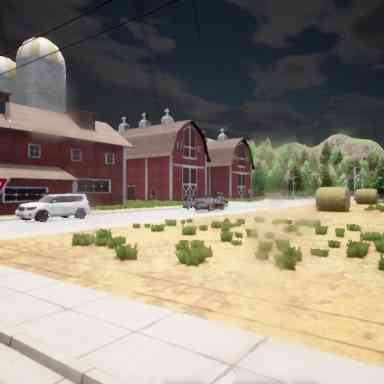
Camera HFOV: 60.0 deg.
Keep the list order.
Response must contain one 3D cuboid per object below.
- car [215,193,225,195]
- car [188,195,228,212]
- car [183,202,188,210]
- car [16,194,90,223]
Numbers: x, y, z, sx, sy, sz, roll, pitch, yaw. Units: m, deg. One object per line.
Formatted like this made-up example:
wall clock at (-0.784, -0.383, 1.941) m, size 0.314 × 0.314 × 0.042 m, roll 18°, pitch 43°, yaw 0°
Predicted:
car at (4.744, 1.099, 54.882) m, size 1.905 × 1.878 × 3.866 m, roll 6°, pitch 1°, yaw -8°
car at (2.136, 1.451, 37.520) m, size 2.128 × 1.511 × 4.902 m, roll 0°, pitch 0°, yaw 35°
car at (0.823, 1.464, 42.049) m, size 1.837 × 1.490 × 4.892 m, roll 0°, pitch -1°, yaw 35°
car at (-10.540, 1.179, 25.742) m, size 2.150 × 2.045 × 5.566 m, roll 0°, pitch 0°, yaw 35°
